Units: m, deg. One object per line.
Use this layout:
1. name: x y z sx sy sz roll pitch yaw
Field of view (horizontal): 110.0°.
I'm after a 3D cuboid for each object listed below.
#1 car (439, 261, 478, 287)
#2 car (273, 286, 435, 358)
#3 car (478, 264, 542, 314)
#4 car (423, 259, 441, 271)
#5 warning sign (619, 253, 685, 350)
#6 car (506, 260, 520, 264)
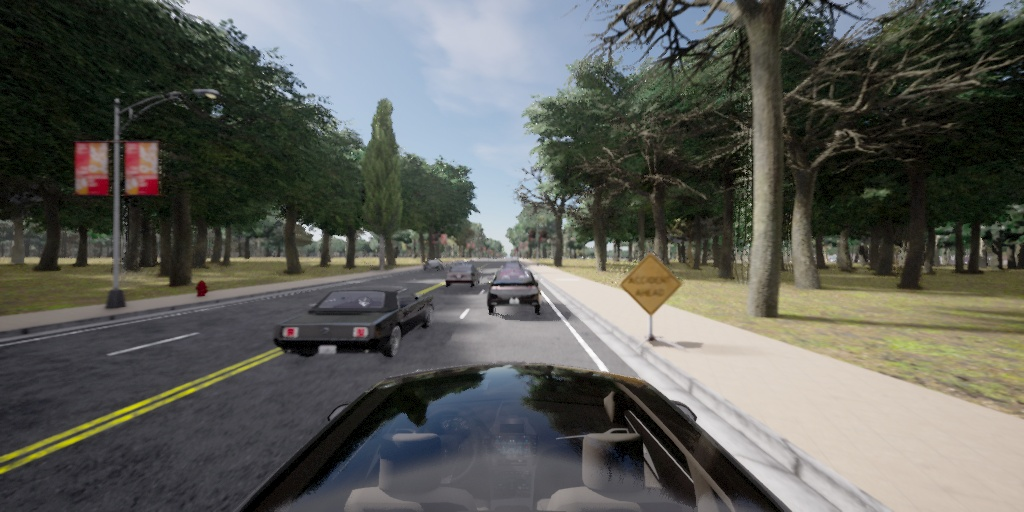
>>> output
1. car: -3.205 1.263 24.100 2.033 1.411 5.357 0 0 0
2. car: -3.190 1.346 8.454 1.895 1.301 4.718 0 0 0
3. car: 0.080 1.229 13.807 2.128 1.511 4.902 0 0 0
4. car: -9.919 1.149 45.487 1.812 1.442 4.674 0 0 0
5. warning sign: 2.850 0.861 7.383 1.300 1.860 1.060 0 0 0
6. car: 0.054 1.260 29.698 1.994 1.385 4.181 0 0 0
